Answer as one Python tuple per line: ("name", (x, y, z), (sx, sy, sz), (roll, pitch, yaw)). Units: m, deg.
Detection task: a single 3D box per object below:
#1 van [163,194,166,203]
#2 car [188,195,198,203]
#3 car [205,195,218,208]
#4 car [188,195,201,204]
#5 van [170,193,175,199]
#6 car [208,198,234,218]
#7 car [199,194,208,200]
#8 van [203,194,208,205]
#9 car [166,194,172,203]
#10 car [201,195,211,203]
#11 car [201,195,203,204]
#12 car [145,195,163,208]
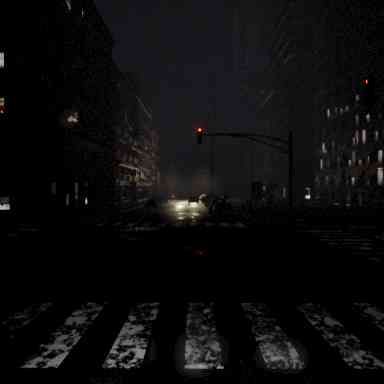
("van", (-5.546, 1.285, 52.475), (1.690, 1.788, 3.998), (-1, 0, 0))
("car", (0.241, 1.424, 71.018), (2.128, 1.511, 4.902), (0, 0, 0))
("car", (2.751, 1.408, 35.545), (1.967, 1.590, 4.097), (-1, 0, 0))
("car", (0.284, 1.433, 60.817), (1.837, 1.490, 4.892), (0, 0, 0))
("van", (-5.476, 1.239, 75.060), (1.690, 1.788, 3.998), (-1, 0, 0))
("car", (2.736, 1.520, 29.899), (1.887, 1.381, 4.507), (-1, 0, 0))
("car", (2.944, 1.310, 86.357), (1.967, 1.590, 4.097), (-1, 0, 0))
("van", (2.785, 1.293, 46.837), (1.690, 1.788, 3.998), (-1, 0, 0))
("car", (-5.508, 1.467, 63.766), (1.887, 1.381, 4.507), (-1, 0, 0))
("car", (2.862, 1.351, 69.420), (1.967, 1.590, 4.097), (-1, 0, 0))
("car", (2.805, 1.488, 52.483), (1.887, 1.381, 4.507), (-1, 0, 0))
("car", (-5.560, 1.518, 46.829), (1.947, 1.339, 4.313), (-1, 0, 0))
